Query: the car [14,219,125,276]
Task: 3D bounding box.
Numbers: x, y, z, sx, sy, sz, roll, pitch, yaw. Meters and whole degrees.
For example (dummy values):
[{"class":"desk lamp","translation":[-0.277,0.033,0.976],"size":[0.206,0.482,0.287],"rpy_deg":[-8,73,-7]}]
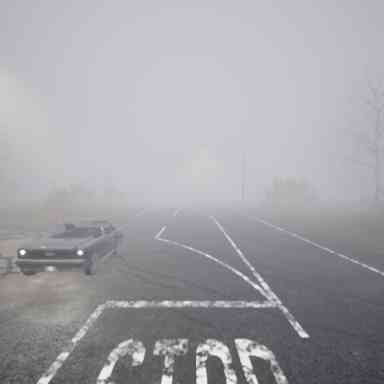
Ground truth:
[{"class":"car","translation":[-3.495,1.581,10.433],"size":[1.895,1.301,4.718],"rpy_deg":[0,0,0]}]
